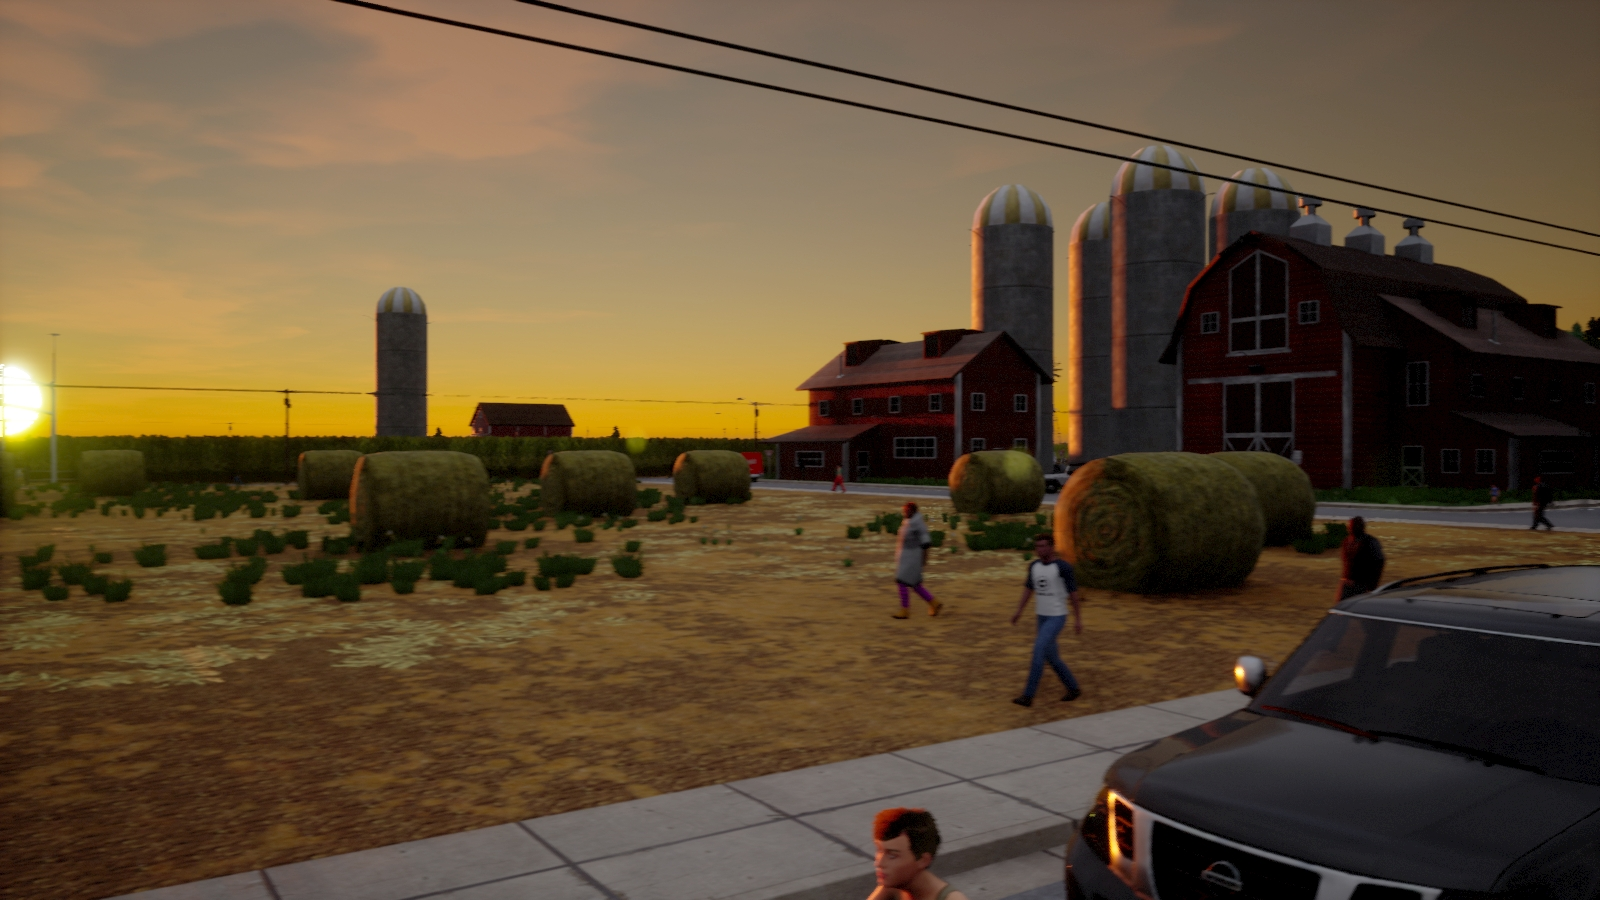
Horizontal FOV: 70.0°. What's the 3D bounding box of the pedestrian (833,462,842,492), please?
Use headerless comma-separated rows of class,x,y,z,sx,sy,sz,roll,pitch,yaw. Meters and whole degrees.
pedestrian,2.259,1.640,69.407,0.375,1.860,0.375,0,0,42

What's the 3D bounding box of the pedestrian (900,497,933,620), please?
pedestrian,1.808,1.669,17.750,0.375,1.860,0.375,0,0,-20

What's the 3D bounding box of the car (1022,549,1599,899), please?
car,3.975,1.777,6.233,5.566,2.045,2.150,0,0,-35

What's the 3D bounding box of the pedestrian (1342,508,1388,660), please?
pedestrian,7.168,1.684,14.507,0.375,1.860,0.375,0,0,-29

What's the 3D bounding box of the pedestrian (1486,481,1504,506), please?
pedestrian,31.373,1.971,51.560,0.500,1.100,0.500,0,0,-5

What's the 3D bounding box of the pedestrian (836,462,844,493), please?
pedestrian,2.404,1.640,68.518,0.375,1.860,0.375,0,0,35

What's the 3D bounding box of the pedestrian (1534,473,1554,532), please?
pedestrian,23.775,1.662,36.514,0.375,1.860,0.375,0,0,-24

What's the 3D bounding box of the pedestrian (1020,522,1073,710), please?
pedestrian,2.542,1.687,11.769,0.375,1.860,0.375,0,0,-34

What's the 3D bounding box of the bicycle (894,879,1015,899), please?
bicycle,0.296,2.254,3.794,1.487,1.080,0.859,0,0,-34
